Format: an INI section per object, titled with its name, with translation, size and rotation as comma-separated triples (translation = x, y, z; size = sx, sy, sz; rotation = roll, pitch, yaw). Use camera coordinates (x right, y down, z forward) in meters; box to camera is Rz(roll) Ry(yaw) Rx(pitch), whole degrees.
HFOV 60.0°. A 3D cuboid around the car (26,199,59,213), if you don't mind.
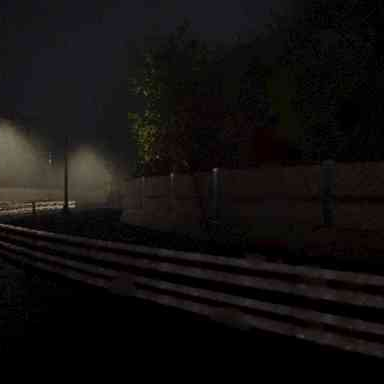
[car]
translation = -18.786, 1.626, 41.949
size = 2.097, 1.767, 4.553
rotation = 0, 0, 7
